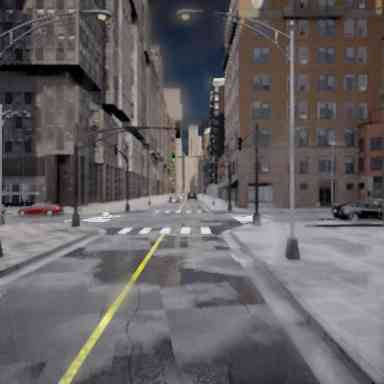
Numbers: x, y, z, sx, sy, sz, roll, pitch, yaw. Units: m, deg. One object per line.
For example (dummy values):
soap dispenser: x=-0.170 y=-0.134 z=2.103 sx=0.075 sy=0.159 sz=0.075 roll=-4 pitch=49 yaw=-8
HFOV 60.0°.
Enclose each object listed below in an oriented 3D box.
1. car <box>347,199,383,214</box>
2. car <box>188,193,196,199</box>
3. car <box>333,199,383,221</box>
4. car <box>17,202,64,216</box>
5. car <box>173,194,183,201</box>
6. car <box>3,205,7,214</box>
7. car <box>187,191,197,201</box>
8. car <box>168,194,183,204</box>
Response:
car: x=17.533 y=1.341 z=31.792 sx=4.403 sy=1.369 sz=2.008 roll=0 pitch=0 yaw=0
car: x=0.047 y=0.973 z=84.006 sx=1.812 sy=1.442 sz=4.674 roll=0 pitch=0 yaw=0
car: x=12.119 y=1.346 z=23.275 sx=4.313 sy=1.339 sz=1.947 roll=0 pitch=0 yaw=0
car: x=-14.452 y=1.608 z=31.841 sx=4.206 sy=1.307 sz=1.802 roll=0 pitch=0 yaw=0
car: x=-2.959 y=1.160 z=72.444 sx=1.882 sy=1.535 sz=5.008 roll=0 pitch=0 yaw=0
car: x=-20.101 y=1.631 z=31.850 sx=4.313 sy=1.339 sz=1.947 roll=0 pitch=0 yaw=0
car: x=0.041 y=0.893 z=73.611 sx=2.150 sy=2.045 sz=5.566 roll=0 pitch=0 yaw=0
car: x=-3.017 y=1.255 z=57.126 sx=2.128 sy=1.511 sz=4.902 roll=0 pitch=0 yaw=0
